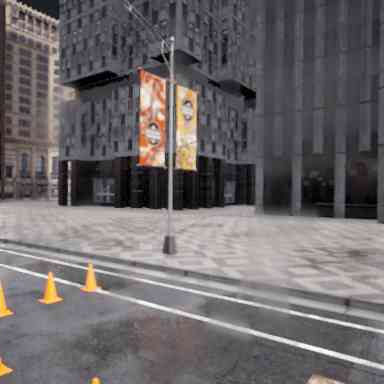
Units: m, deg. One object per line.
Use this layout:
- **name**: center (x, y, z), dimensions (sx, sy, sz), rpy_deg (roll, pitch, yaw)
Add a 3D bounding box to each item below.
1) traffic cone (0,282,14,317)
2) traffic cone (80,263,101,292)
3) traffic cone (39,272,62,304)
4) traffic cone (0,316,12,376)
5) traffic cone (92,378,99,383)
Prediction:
- **traffic cone**: center (-3.526, 1.956, 6.107), dimensions (0.340, 0.580, 0.340), rpy_deg (0, 0, 36)
- **traffic cone**: center (-2.359, 1.959, 7.731), dimensions (0.340, 0.580, 0.340), rpy_deg (0, 0, 36)
- **traffic cone**: center (-2.942, 1.957, 6.919), dimensions (0.340, 0.580, 0.340), rpy_deg (0, 0, 36)
- **traffic cone**: center (-2.486, 1.955, 4.128), dimensions (0.340, 0.580, 0.340), rpy_deg (0, 0, 36)
- **traffic cone**: center (-0.861, 1.957, 2.961), dimensions (0.340, 0.580, 0.340), rpy_deg (0, 0, 36)
